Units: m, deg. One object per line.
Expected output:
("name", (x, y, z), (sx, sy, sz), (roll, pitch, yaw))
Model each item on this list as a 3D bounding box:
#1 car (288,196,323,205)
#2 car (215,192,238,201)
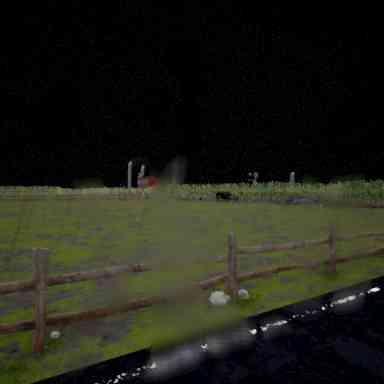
("car", (17.844, 1.300, 52.609), (2.033, 1.411, 5.357), (1, 0, -35))
("car", (7.014, 0.957, 68.140), (2.150, 2.045, 5.566), (1, 0, -35))
